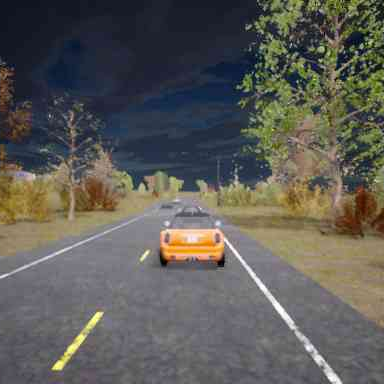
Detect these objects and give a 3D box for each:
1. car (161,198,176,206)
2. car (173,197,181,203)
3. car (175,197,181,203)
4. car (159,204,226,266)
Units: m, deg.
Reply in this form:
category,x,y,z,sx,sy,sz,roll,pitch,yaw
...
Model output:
category,x,y,z,sx,sy,sz,roll,pitch,yaw
car,-4.298,2.213,58.158,1.994,1.385,4.181,0,-1,-4
car,-4.003,2.213,91.258,2.097,1.767,4.553,0,-1,0
car,-3.842,2.316,83.983,1.895,1.301,4.718,0,-1,-2
car,0.023,1.495,12.262,2.097,1.767,4.553,0,-1,0
